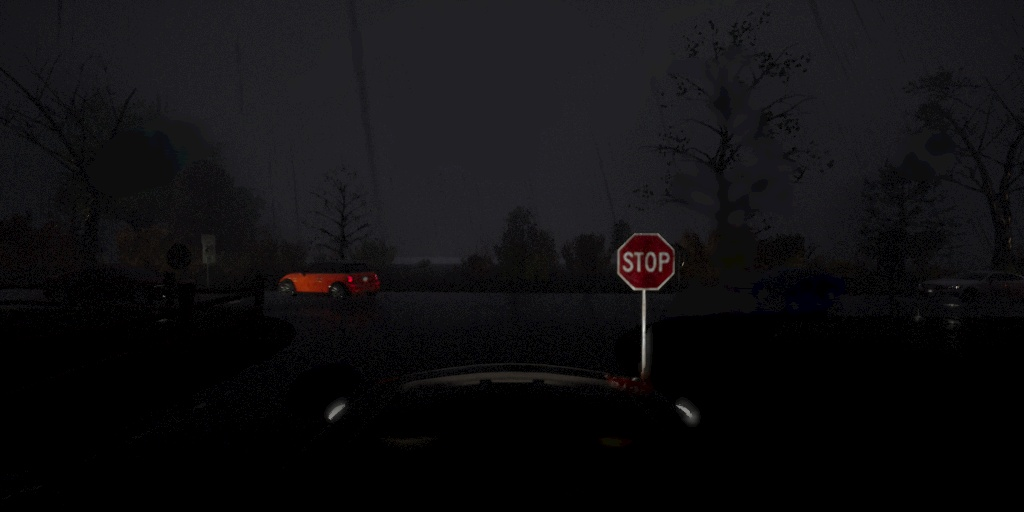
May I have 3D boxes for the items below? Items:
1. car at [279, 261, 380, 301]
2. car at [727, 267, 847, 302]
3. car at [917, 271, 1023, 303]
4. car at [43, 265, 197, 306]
[{"bbox_3d":[-8.565,1.033,16.774,4.553,1.767,2.097,1,1,20],"label":"car"},{"bbox_3d":[13.164,1.311,17.325,5.008,1.535,1.882,0,0,0],"label":"car"},{"bbox_3d":[22.548,1.426,17.282,4.674,1.442,1.812,0,0,0],"label":"car"},{"bbox_3d":[-15.668,1.124,14.518,5.008,1.535,1.882,0,0,0],"label":"car"}]
